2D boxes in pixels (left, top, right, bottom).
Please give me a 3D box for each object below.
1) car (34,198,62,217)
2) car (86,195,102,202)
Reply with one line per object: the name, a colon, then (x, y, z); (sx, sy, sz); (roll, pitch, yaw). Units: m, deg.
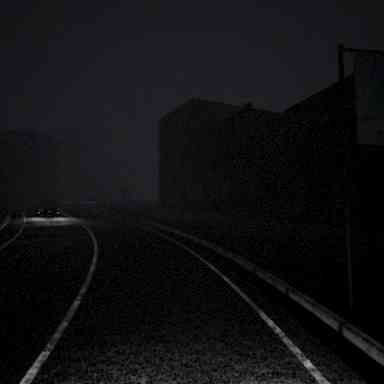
car: (-12.450, 1.335, 28.682); (1.837, 1.490, 4.892); (2, 0, -26)
car: (-20.093, 1.346, 68.566); (1.994, 1.385, 4.181); (-1, 0, 8)
